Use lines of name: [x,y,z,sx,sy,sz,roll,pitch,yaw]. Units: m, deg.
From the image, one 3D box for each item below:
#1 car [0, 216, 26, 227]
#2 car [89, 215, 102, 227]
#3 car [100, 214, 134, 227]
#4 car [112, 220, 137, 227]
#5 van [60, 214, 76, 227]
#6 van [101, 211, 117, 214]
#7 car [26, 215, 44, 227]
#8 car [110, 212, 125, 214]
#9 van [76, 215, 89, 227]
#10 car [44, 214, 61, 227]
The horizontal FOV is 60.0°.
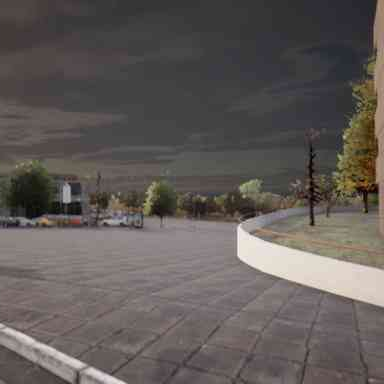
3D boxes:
car: [-25.213,3.938,44.092,4.674,1.452,2.002,0,-5,5]
car: [-18.891,5.303,57.766,4.892,1.521,2.231,0,-5,5]
car: [-15.128,5.892,65.982,5.566,2.045,2.435,0,-5,5]
car: [-13.848,6.463,68.689,4.674,1.452,2.002,0,-5,5]
van: [-21.307,4.517,52.318,4.442,1.987,1.878,0,-6,5]
van: [-22.977,7.149,92.491,1.878,1.987,4.442,0,1,10]
car: [-23.962,4.220,46.836,4.674,1.452,2.002,0,-6,5]
car: [-20.401,7.304,90.815,2.185,1.767,4.553,0,1,10]
van: [-20.042,4.798,55.056,4.442,1.987,1.878,0,-6,5]
car: [-22.879,4.456,49.586,5.366,1.575,1.946,0,-5,5]
